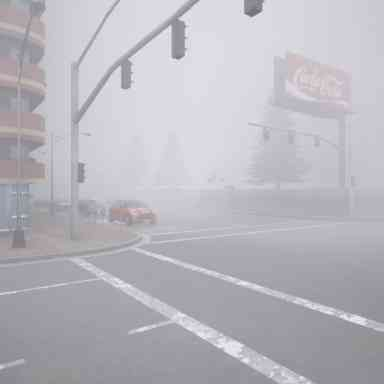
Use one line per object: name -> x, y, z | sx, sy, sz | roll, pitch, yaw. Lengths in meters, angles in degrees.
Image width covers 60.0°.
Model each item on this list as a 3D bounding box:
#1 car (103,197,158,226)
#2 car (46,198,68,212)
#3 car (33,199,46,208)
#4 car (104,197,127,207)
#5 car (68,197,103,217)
car -> -4.313, 1.352, 23.896 | 2.097, 1.767, 4.553 | 0, 0, -36
car -> -15.323, 1.478, 39.107 | 1.882, 1.535, 5.008 | 0, 0, -36
car -> -21.261, 1.601, 47.367 | 1.895, 1.301, 4.718 | 0, 0, -35
car -> -12.259, 1.505, 53.093 | 1.837, 1.490, 4.892 | 0, 0, -36
car -> -9.652, 1.491, 31.265 | 2.128, 1.511, 4.902 | 0, 0, -36
